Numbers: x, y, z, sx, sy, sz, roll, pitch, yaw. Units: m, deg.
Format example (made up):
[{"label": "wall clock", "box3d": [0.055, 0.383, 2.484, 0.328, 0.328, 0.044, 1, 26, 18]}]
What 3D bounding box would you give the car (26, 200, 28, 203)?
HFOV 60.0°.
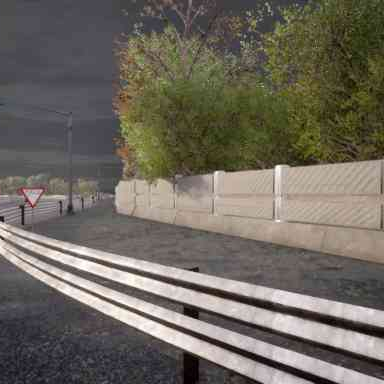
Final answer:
[{"label": "car", "box3d": [-33.777, 1.225, 70.161, 2.150, 2.045, 5.566, 0, 0, -23]}]
